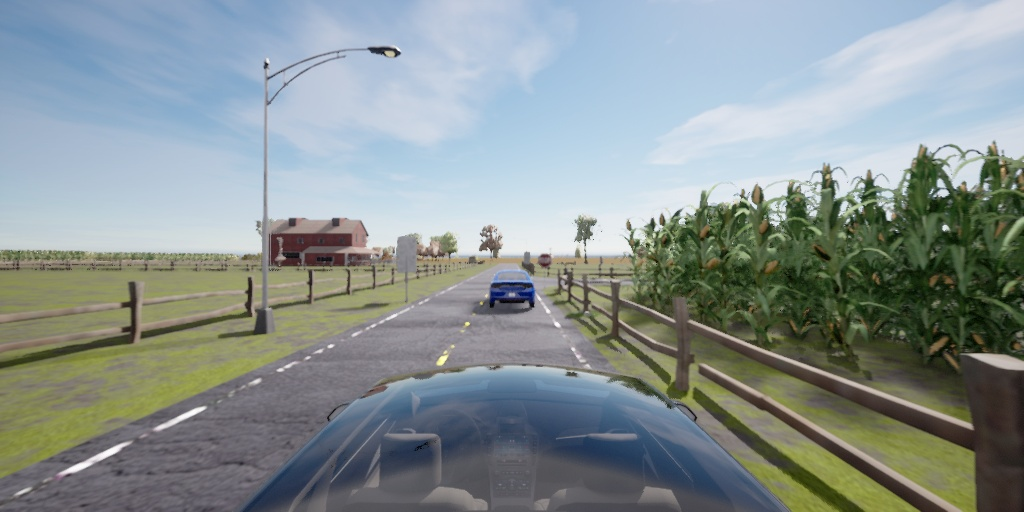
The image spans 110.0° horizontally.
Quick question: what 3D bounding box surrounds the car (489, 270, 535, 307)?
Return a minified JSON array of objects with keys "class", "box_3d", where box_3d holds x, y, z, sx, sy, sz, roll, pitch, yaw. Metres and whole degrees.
[{"class":"car","box_3d":[0.005,1.357,16.320,1.882,1.535,5.008,0,0,0]}]
